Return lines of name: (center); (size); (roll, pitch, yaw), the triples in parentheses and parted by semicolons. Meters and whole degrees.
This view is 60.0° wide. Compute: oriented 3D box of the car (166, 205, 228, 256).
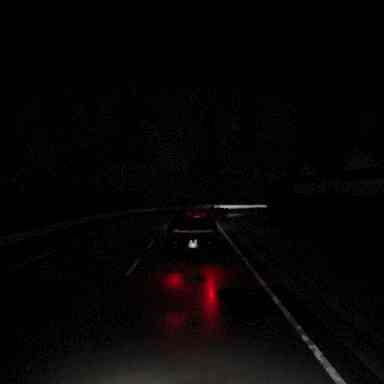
car: (0.049, 1.484, 13.069); (2.128, 1.511, 4.902); (0, 0, 1)

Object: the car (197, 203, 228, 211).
car: (1.384, 1.574, 27.005); (1.895, 1.301, 4.718); (0, 0, 24)
